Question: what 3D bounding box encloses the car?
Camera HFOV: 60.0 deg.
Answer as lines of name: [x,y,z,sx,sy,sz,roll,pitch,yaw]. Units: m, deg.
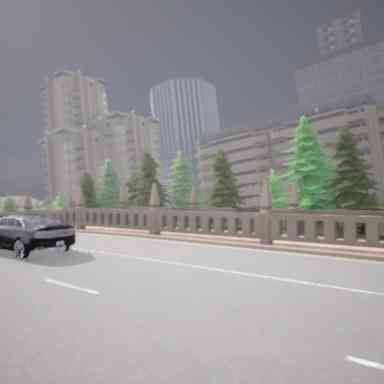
car: [-6.555,1.603,12.963,4.902,1.511,2.128,-1,-1,35]
